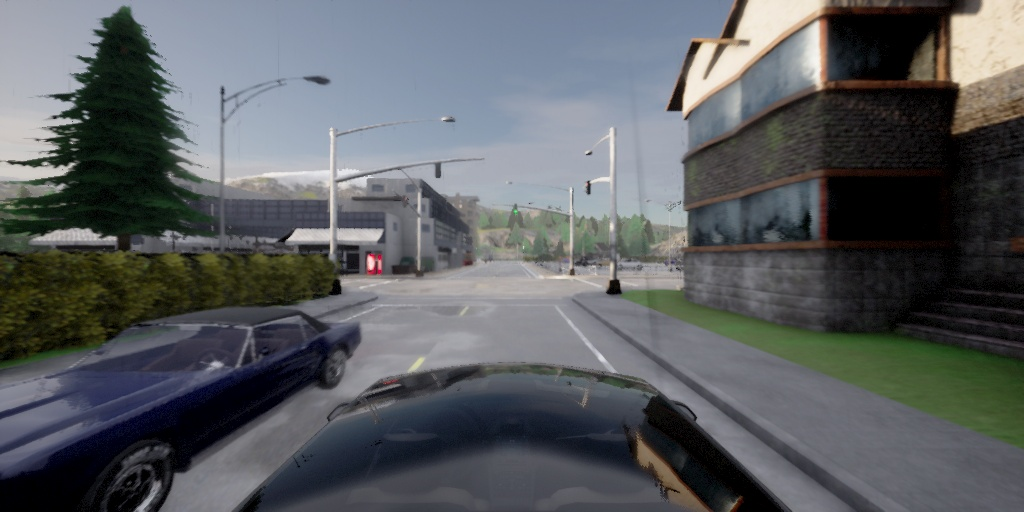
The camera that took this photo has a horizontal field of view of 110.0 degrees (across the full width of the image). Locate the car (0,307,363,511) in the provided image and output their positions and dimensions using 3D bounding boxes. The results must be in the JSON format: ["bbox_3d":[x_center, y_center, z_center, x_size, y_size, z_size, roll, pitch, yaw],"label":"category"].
[{"bbox_3d":[-3.581,1.354,4.117,1.895,1.301,4.718,0,0,0],"label":"car"}]
